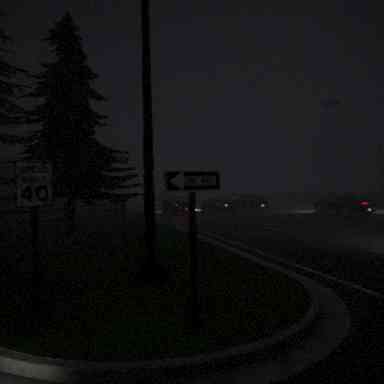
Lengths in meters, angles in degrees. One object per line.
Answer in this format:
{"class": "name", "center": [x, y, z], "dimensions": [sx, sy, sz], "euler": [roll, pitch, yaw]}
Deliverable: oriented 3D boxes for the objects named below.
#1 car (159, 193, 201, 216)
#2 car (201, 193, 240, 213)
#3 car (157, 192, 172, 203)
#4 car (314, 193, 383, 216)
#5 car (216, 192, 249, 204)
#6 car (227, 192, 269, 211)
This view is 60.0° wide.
{"class": "car", "center": [-1.113, 1.078, 27.372], "dimensions": [1.812, 1.442, 4.674], "euler": [-1, 1, -18]}
{"class": "car", "center": [2.126, 1.027, 28.726], "dimensions": [1.994, 1.385, 4.181], "euler": [-1, 1, -18]}
{"class": "car", "center": [-3.561, 0.790, 46.228], "dimensions": [1.837, 1.490, 4.892], "euler": [-1, 1, -18]}
{"class": "car", "center": [10.951, 0.865, 24.209], "dimensions": [1.837, 1.490, 4.892], "euler": [-1, 1, -18]}
{"class": "car", "center": [5.034, 0.721, 42.422], "dimensions": [2.033, 1.411, 5.357], "euler": [-1, 1, -18]}
{"class": "car", "center": [5.243, 0.874, 30.451], "dimensions": [1.837, 1.490, 4.892], "euler": [-1, 1, -18]}
